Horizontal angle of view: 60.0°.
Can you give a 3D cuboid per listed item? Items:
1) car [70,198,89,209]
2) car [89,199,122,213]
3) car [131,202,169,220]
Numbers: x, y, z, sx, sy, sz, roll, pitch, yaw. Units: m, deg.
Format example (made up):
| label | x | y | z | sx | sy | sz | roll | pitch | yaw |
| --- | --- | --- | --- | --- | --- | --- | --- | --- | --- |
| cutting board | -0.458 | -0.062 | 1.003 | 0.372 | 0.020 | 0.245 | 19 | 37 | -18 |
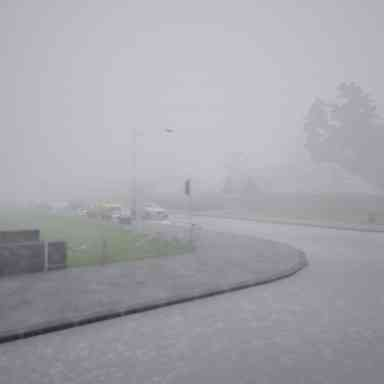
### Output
| label | x | y | z | sx | sy | sz | roll | pitch | yaw |
| --- | --- | --- | --- | --- | --- | --- | --- | --- | --- |
| car | -15.588 | 1.611 | 46.266 | 2.128 | 1.511 | 4.902 | 1 | 0 | -35 |
| car | -9.646 | 1.597 | 37.877 | 1.882 | 1.535 | 5.008 | 1 | 0 | -35 |
| car | -3.850 | 1.645 | 29.754 | 1.812 | 1.442 | 4.674 | 1 | 0 | -35 |
